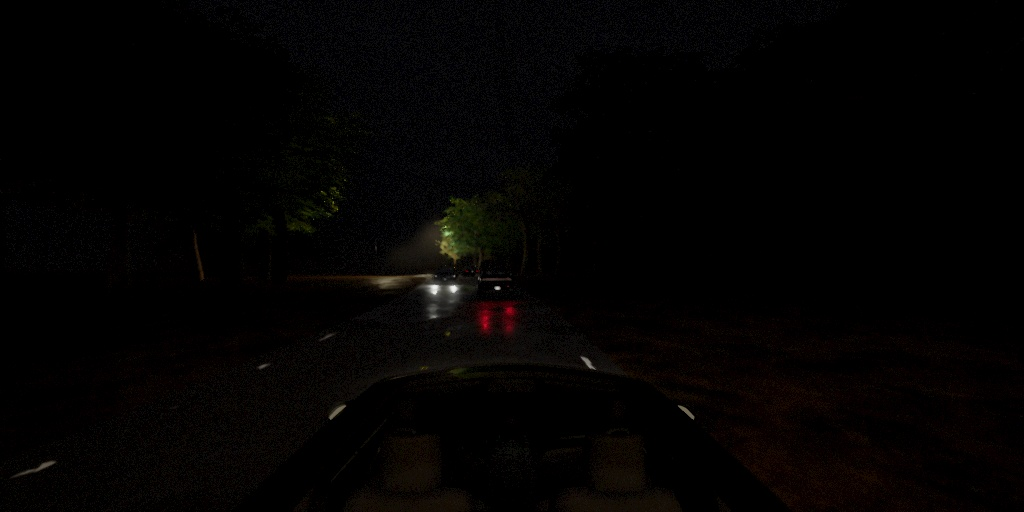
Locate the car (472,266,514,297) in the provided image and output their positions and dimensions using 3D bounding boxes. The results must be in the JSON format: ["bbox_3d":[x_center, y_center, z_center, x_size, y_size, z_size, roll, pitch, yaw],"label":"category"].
[{"bbox_3d":[-0.985,1.382,19.990,2.128,1.511,4.902,0,-1,-6],"label":"car"}]

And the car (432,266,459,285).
[{"bbox_3d":[-5.550,1.587,30.089,1.812,1.442,4.674,0,-1,-9],"label":"car"}]

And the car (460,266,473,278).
[{"bbox_3d":[-5.279,1.923,44.193,2.033,1.411,5.357,0,-2,-15],"label":"car"}]
